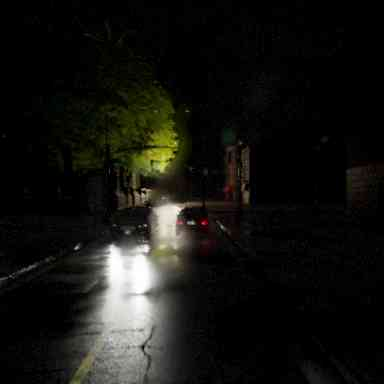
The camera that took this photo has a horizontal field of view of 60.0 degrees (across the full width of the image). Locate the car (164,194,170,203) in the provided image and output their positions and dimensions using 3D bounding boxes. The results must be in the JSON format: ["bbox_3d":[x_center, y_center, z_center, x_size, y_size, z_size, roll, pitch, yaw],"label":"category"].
[{"bbox_3d":[-5.571,1.627,60.437,1.947,1.339,4.313,1,0,0],"label":"car"}]

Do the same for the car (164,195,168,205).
[{"bbox_3d":[-5.528,1.601,54.987,2.008,1.369,4.403,1,0,0],"label":"car"}]

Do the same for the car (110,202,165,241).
[{"bbox_3d":[-2.787,1.499,16.962,2.128,1.511,4.902,0,0,1],"label":"car"}]

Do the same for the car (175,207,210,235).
[{"bbox_3d":[0.026,1.555,18.690,2.033,1.411,5.357,0,0,0],"label":"car"}]

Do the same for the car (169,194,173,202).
[{"bbox_3d":[-5.657,1.673,71.336,1.802,1.307,4.206,1,0,0],"label":"car"}]

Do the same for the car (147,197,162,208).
[{"bbox_3d":[-5.539,1.566,49.825,1.752,1.417,4.829,1,0,0],"label":"car"}]

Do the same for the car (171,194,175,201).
[{"bbox_3d":[-5.695,1.425,76.787,2.192,1.841,5.009,1,0,0],"label":"car"}]

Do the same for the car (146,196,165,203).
[{"bbox_3d":[-5.499,1.588,47.851,2.008,1.369,4.403,1,0,0],"label":"car"}]
